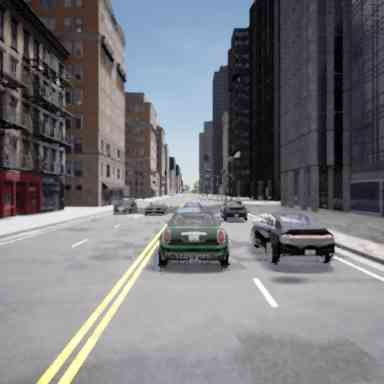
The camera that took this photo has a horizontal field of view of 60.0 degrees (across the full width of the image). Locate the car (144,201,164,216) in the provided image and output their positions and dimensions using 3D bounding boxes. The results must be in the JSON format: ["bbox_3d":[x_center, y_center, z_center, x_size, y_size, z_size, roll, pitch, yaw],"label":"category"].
[{"bbox_3d":[-3.348,1.549,31.575,1.895,1.301,4.718,0,0,0],"label":"car"}]

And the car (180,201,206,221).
[{"bbox_3d":[0.077,1.518,27.739,1.994,1.385,4.181,0,0,0],"label":"car"}]

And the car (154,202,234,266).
[{"bbox_3d":[0.067,1.330,11.586,2.097,1.767,4.553,0,0,0],"label":"car"}]

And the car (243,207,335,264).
[{"bbox_3d":[3.318,1.470,11.710,2.128,1.511,4.902,0,0,0],"label":"car"}]

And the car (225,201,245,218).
[{"bbox_3d":[3.322,1.461,26.999,1.837,1.490,4.892,0,1,0],"label":"car"}]

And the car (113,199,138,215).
[{"bbox_3d":[-6.601,1.439,33.342,2.128,1.511,4.902,0,0,0],"label":"car"}]
